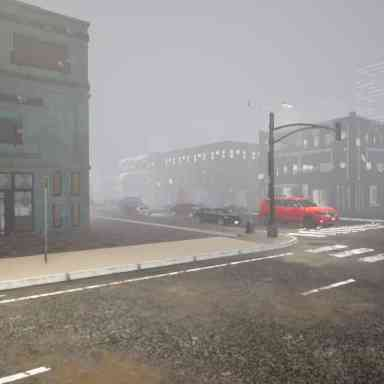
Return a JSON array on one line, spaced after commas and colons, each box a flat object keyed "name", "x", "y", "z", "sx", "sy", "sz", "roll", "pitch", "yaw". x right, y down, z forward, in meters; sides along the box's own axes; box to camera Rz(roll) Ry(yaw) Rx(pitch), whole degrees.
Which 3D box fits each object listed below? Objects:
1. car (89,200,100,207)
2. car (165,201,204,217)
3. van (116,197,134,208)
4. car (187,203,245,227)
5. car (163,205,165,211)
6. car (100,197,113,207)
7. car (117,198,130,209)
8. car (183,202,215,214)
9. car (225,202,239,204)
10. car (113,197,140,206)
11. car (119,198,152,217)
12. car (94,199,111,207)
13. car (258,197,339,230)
[{"name": "car", "x": -18.294, "y": 2.268, "z": 64.053, "sx": 1.895, "sy": 1.301, "sz": 4.718, "roll": -1, "pitch": 0, "yaw": -36}, {"name": "car", "x": -0.343, "y": 1.787, "z": 33.266, "sx": 1.882, "sy": 1.535, "sz": 5.008, "roll": -1, "pitch": 0, "yaw": -35}, {"name": "van", "x": -12.047, "y": 1.906, "z": 59.709, "sx": 1.690, "sy": 1.788, "sz": 3.998, "roll": -1, "pitch": 0, "yaw": -35}, {"name": "car", "x": 1.894, "y": 1.814, "z": 25.425, "sx": 1.947, "sy": 1.339, "sz": 4.313, "roll": -1, "pitch": 0, "yaw": -35}, {"name": "car", "x": -2.421, "y": 1.965, "z": 46.174, "sx": 1.802, "sy": 1.307, "sz": 4.206, "roll": -2, "pitch": 0, "yaw": -35}, {"name": "car", "x": -15.254, "y": 1.939, "z": 64.221, "sx": 2.192, "sy": 1.841, "sz": 5.009, "roll": -1, "pitch": 0, "yaw": -35}, {"name": "car", "x": -7.527, "y": 1.942, "z": 43.396, "sx": 2.128, "sy": 1.511, "sz": 4.902, "roll": -1, "pitch": 0, "yaw": -35}, {"name": "car", "x": 0.784, "y": 1.903, "z": 41.663, "sx": 1.802, "sy": 1.307, "sz": 4.206, "roll": -2, "pitch": 0, "yaw": -35}, {"name": "car", "x": 3.990, "y": 1.809, "z": 37.151, "sx": 2.008, "sy": 1.369, "sz": 4.403, "roll": -2, "pitch": 0, "yaw": -35}, {"name": "car", "x": -9.838, "y": 1.733, "z": 52.147, "sx": 2.150, "sy": 2.045, "sz": 5.566, "roll": -1, "pitch": 0, "yaw": -36}, {"name": "car", "x": -6.048, "y": 1.846, "z": 36.806, "sx": 1.967, "sy": 1.590, "sz": 4.097, "roll": -1, "pitch": 0, "yaw": -35}, {"name": "car", "x": -18.455, "y": 2.227, "z": 68.733, "sx": 1.887, "sy": 1.381, "sz": 4.507, "roll": -1, "pitch": 0, "yaw": -35}, {"name": "car", "x": 7.146, "y": 1.381, "z": 22.956, "sx": 2.150, "sy": 2.045, "sz": 5.566, "roll": -1, "pitch": 0, "yaw": -37}]
